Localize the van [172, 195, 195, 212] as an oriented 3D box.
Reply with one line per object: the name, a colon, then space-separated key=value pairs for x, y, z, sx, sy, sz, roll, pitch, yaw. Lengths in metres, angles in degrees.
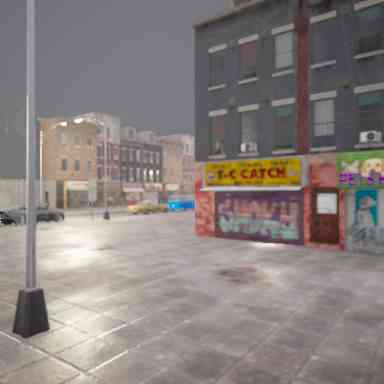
van: x=-0.895 y=1.223 z=36.317 sx=1.690 sy=1.788 sz=3.998 roll=0 pitch=0 yaw=36

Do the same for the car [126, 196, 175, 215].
car: x=-4.104 y=1.422 z=31.862 sx=1.752 sy=1.417 sz=4.829 roll=0 pitch=0 yaw=36

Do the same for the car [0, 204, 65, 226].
car: x=-10.821 y=1.497 z=22.540 sx=1.947 sy=1.339 sz=4.313 roll=0 pitch=0 yaw=36
